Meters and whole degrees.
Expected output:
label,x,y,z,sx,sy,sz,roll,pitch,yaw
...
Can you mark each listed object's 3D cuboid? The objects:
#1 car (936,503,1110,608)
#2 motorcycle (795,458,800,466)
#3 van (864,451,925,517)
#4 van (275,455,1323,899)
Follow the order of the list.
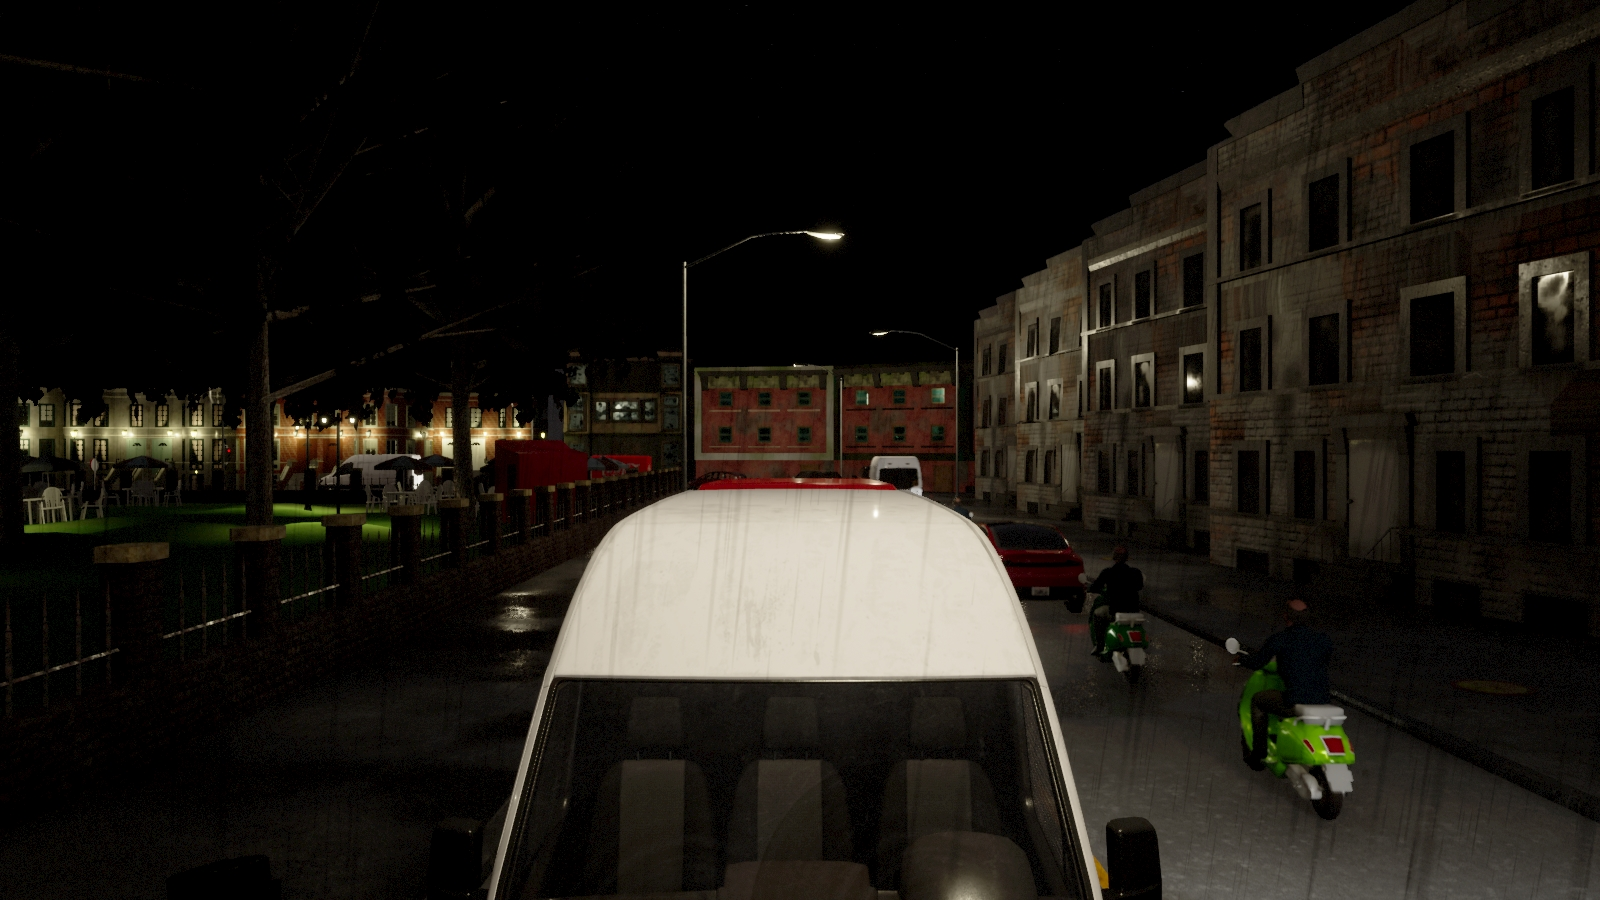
label,x,y,z,sx,sy,sz,roll,pitch,yaw
car,3.940,1.841,21.135,2.231,1.480,4.892,0,0,0
motorcycle,-0.384,1.962,183.190,0.856,1.236,1.805,0,0,0
van,3.850,1.314,47.455,1.988,2.561,5.915,0,0,0
van,-0.006,1.314,5.127,1.988,2.561,5.915,0,0,0
